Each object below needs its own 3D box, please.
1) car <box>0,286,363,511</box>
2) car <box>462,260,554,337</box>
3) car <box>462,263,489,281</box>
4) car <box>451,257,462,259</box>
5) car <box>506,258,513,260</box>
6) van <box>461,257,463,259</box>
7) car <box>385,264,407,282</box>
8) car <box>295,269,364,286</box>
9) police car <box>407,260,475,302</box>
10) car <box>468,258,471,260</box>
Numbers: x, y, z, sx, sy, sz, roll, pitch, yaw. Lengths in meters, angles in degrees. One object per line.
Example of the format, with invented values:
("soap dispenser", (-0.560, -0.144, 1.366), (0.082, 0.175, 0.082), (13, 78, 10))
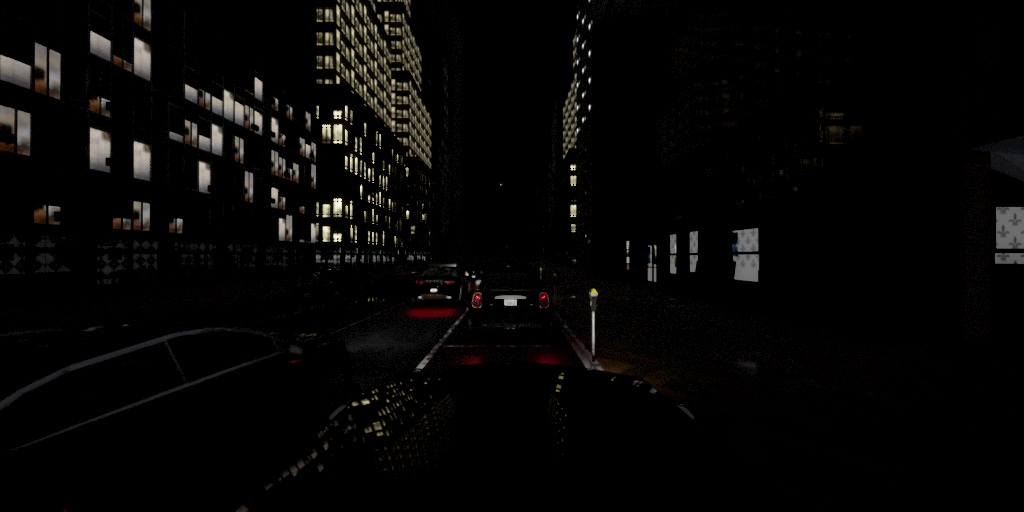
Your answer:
("car", (-3.053, 1.242, 2.831), (2.128, 1.511, 4.902), (0, 0, 0))
("car", (-0.032, 1.102, 10.469), (2.097, 1.767, 4.553), (0, 0, 0))
("car", (-3.055, 1.343, 30.981), (1.895, 1.301, 4.718), (0, 0, 0))
("car", (-8.836, 1.273, 51.803), (1.888, 1.381, 4.507), (0, 0, 0))
("car", (-0.455, 1.298, 46.099), (1.948, 1.339, 4.313), (0, 0, 0))
("van", (-8.836, 1.064, 57.496), (1.690, 1.789, 3.998), (0, 0, 0))
("car", (-8.835, 1.325, 29.033), (1.802, 1.307, 4.207), (0, 0, 0))
("car", (-8.836, 1.313, 17.650), (1.948, 1.339, 4.313), (0, 0, 0))
("police car", (-3.145, 1.173, 16.978), (1.930, 1.638, 5.238), (0, 0, 0))
("car", (-8.836, 1.301, 63.188), (1.802, 1.307, 4.207), (0, 0, 0))
